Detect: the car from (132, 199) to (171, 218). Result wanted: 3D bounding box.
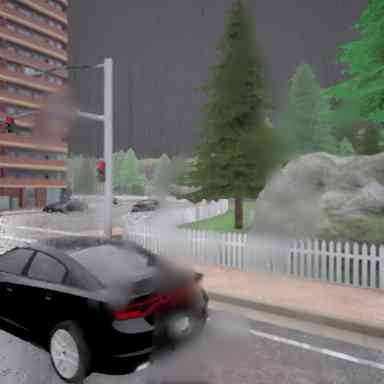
[{"bbox_3d":[-3.385,1.404,28.582,1.837,1.490,4.892,0,0,20],"label":"car"}]

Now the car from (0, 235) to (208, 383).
[{"bbox_3d":[-2.106,1.467,5.495,5.008,1.535,1.882,0,0,36],"label":"car"}]

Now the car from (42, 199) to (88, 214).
[{"bbox_3d":[-12.627,1.423,33.637,2.033,1.411,5.357,0,0,15],"label":"car"}]

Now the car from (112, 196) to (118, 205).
[{"bbox_3d":[-12.995,1.395,53.323,2.033,1.411,5.357,0,0,-17],"label":"car"}]
